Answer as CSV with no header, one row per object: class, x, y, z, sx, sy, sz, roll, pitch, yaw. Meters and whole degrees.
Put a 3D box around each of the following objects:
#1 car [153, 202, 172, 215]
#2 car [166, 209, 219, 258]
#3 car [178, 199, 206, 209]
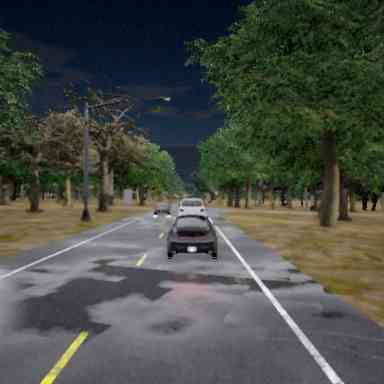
car,-3.515,2.044,40.570,1.837,1.490,4.892,0,-1,0
car,0.024,1.663,13.516,1.837,1.490,4.892,0,0,1
car,0.012,1.569,27.569,2.150,2.045,5.566,0,-1,0
